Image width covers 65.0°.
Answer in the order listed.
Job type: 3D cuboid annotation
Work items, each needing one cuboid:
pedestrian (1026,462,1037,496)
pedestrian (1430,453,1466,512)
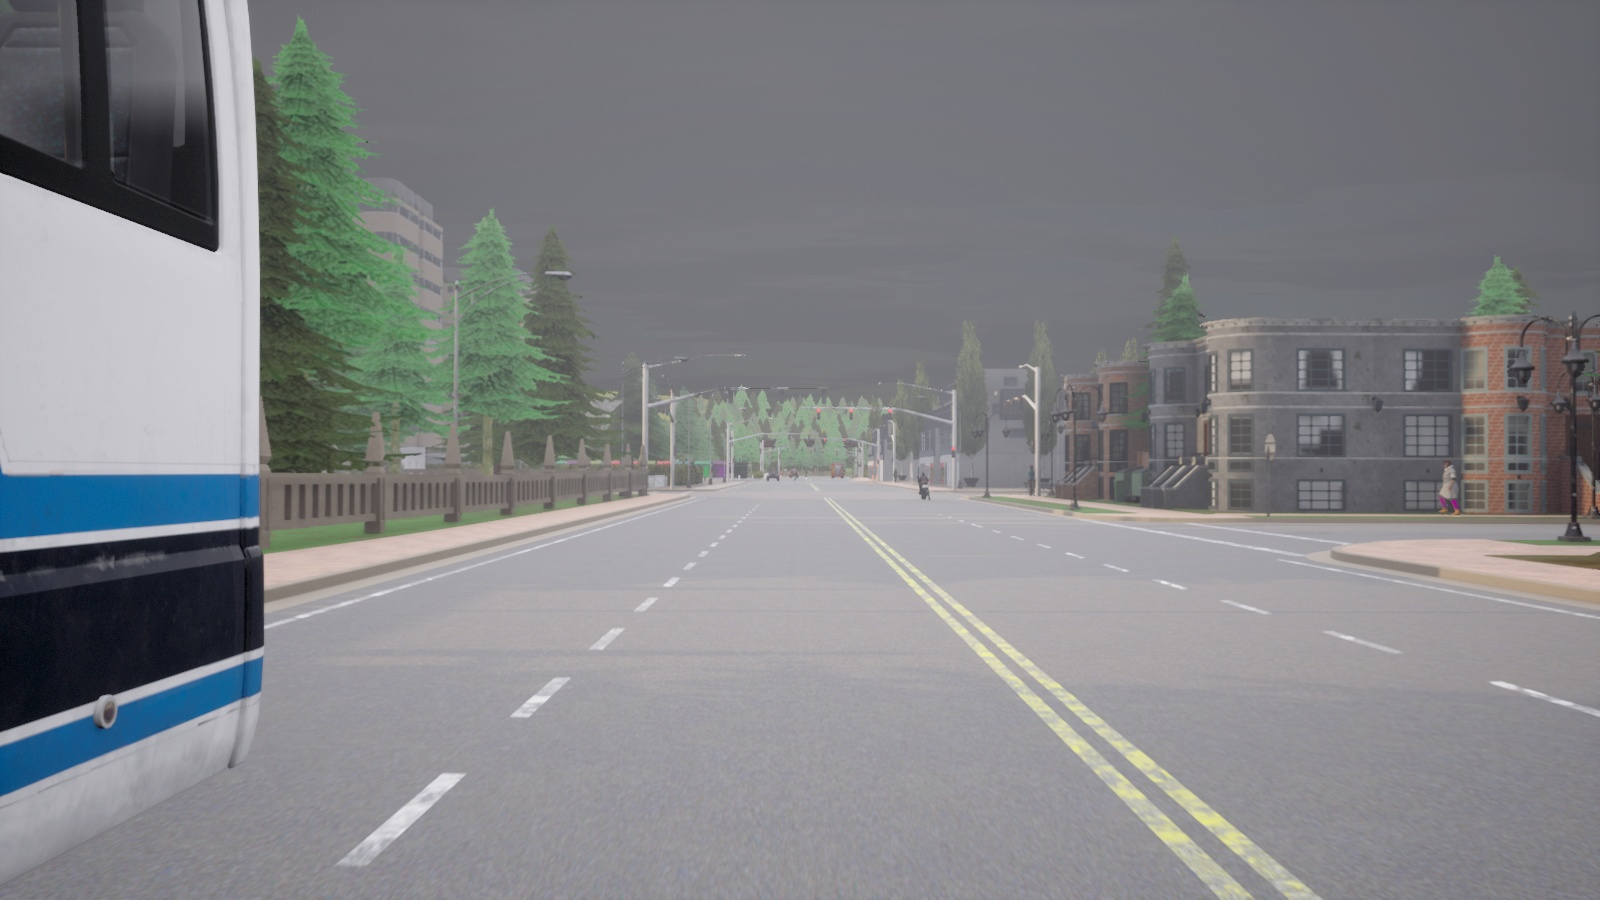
[{"bbox_3d":[13.432,1.668,72.816,0.396,1.930,0.692,0,-1,-7],"label":"pedestrian"},{"bbox_3d":[21.587,1.075,41.844,0.873,1.952,0.659,0,-1,7],"label":"pedestrian"}]
